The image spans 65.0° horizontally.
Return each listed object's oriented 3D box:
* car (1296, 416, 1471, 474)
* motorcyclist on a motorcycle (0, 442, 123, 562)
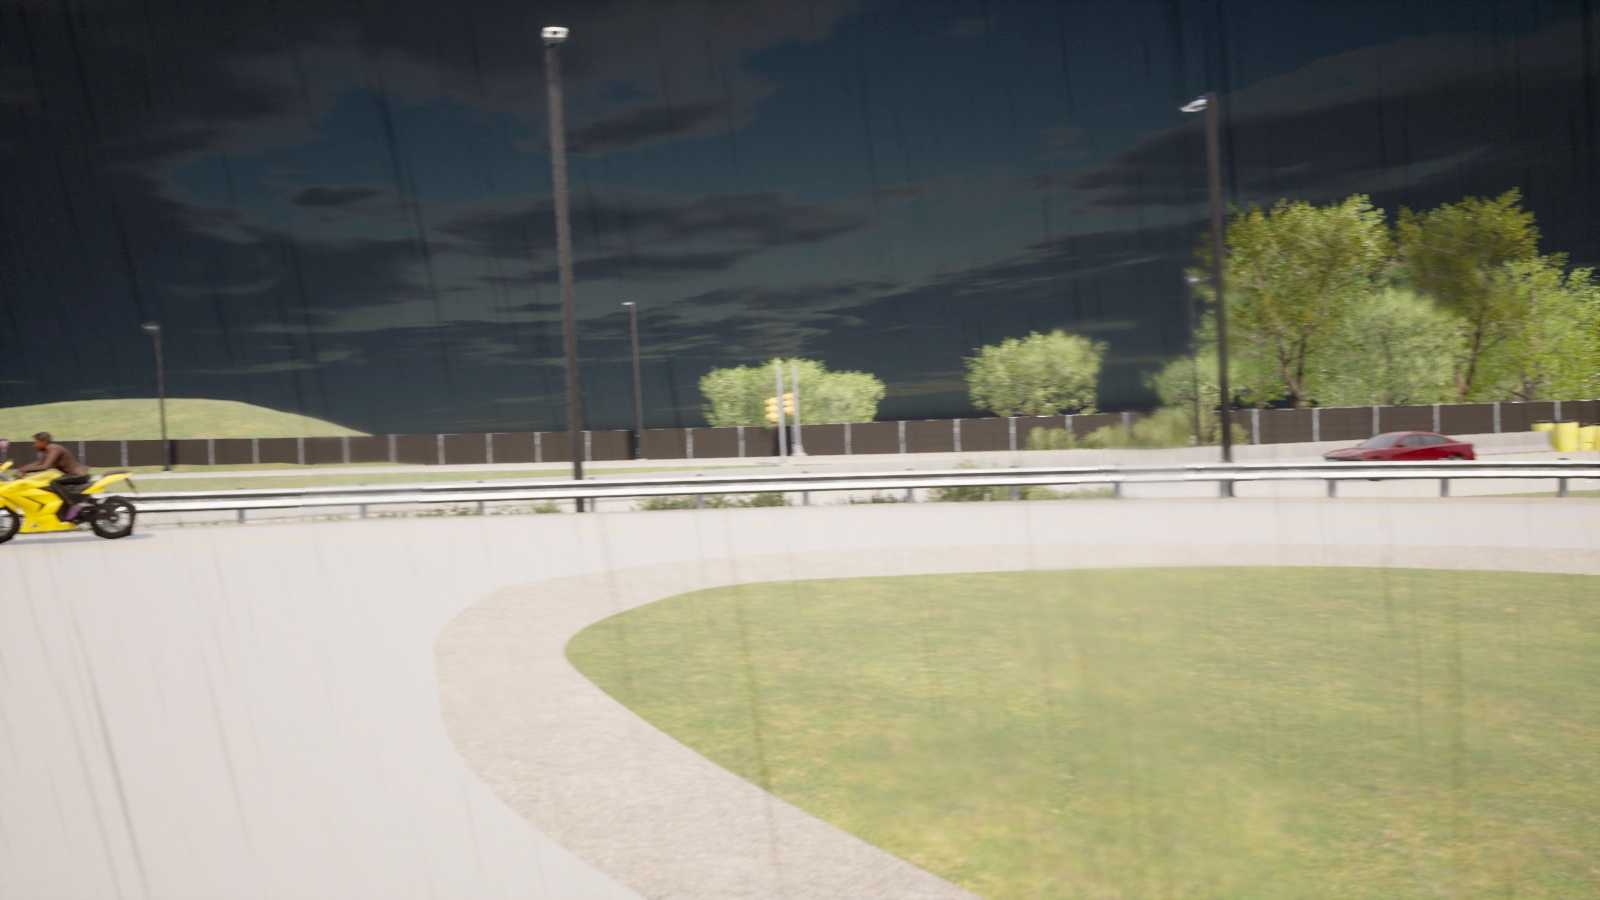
[{"bbox_3d":[18.699,-0.180,40.288,5.008,1.535,1.882,-3,1,-16],"label":"car"},{"bbox_3d":[-10.329,0.692,16.909,2.044,1.523,0.797,-2,1,-32],"label":"motorcyclist on a motorcycle"}]
